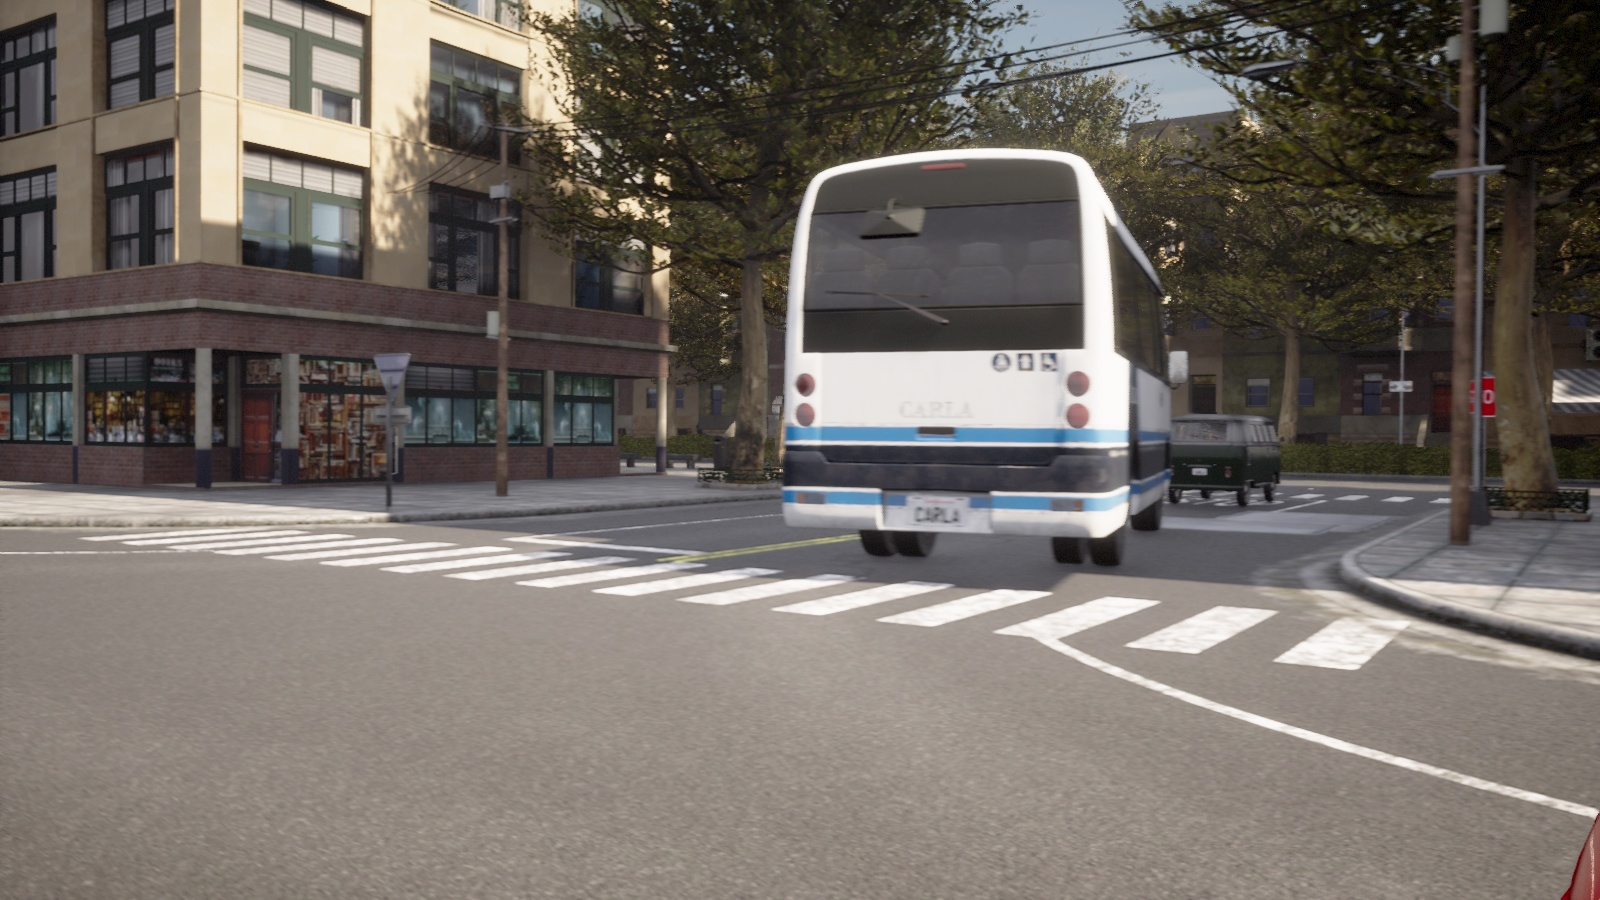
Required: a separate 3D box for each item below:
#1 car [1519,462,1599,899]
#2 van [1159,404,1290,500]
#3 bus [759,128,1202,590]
[{"bbox_3d":[2.464,0.737,1.988,2.207,1.376,1.481,0,1,34],"label":"car"},{"bbox_3d":[9.642,0.011,28.289,1.775,1.987,4.442,0,1,33],"label":"van"},{"bbox_3d":[3.193,-0.907,17.066,3.944,4.253,10.273,0,1,20],"label":"bus"}]
